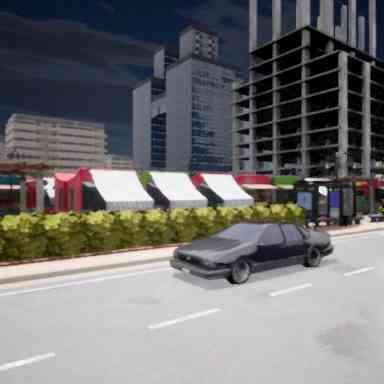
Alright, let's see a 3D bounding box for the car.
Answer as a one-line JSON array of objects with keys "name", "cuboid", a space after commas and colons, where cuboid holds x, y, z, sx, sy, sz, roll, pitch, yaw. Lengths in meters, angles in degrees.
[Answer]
[{"name": "car", "cuboid": [2.012, 1.561, 9.766, 5.357, 1.411, 2.033, 0, 0, -36]}]
